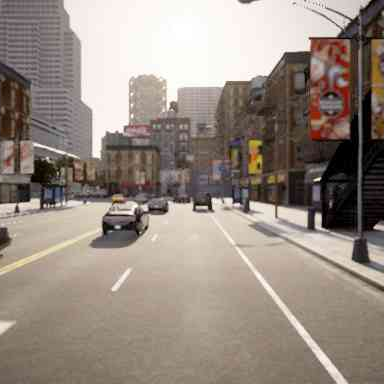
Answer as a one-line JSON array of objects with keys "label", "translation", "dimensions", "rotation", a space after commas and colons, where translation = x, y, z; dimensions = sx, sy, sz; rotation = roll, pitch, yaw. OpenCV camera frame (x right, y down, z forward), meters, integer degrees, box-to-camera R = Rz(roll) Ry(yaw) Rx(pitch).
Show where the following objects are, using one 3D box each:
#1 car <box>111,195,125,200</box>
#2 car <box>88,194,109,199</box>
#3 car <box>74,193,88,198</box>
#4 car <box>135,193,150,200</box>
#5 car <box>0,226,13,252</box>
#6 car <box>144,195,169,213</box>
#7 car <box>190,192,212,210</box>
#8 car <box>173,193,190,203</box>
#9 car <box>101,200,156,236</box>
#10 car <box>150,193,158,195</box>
[{"label": "car", "translation": [-11.590, 1.154, 52.212], "dimensions": [1.882, 1.535, 5.008], "rotation": [0, 0, -13]}, {"label": "car", "translation": [-24.058, 1.058, 86.955], "dimensions": [4.718, 1.301, 1.895], "rotation": [0, 0, 30]}, {"label": "car", "translation": [-29.365, 0.971, 89.119], "dimensions": [4.674, 1.452, 2.002], "rotation": [0, 0, 20]}, {"label": "car", "translation": [-7.764, 1.189, 50.512], "dimensions": [1.837, 1.490, 4.892], "rotation": [0, 1, -9]}, {"label": "car", "translation": [-7.110, 1.491, 9.138], "dimensions": [2.033, 1.411, 5.357], "rotation": [0, 0, 0]}, {"label": "car", "translation": [-3.441, 1.350, 34.380], "dimensions": [1.994, 1.385, 4.181], "rotation": [0, 0, 0]}, {"label": "car", "translation": [1.179, 0.979, 38.650], "dimensions": [2.150, 2.045, 5.566], "rotation": [0, 0, 0]}, {"label": "car", "translation": [-1.870, 0.991, 57.863], "dimensions": [2.097, 1.767, 4.553], "rotation": [0, 0, -19]}, {"label": "car", "translation": [-3.420, 1.381, 17.727], "dimensions": [2.128, 1.511, 4.902], "rotation": [0, 0, 0]}, {"label": "car", "translation": [-9.003, 0.999, 71.256], "dimensions": [2.033, 1.411, 5.357], "rotation": [0, 0, -39]}]
